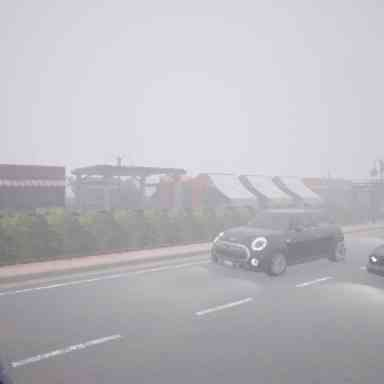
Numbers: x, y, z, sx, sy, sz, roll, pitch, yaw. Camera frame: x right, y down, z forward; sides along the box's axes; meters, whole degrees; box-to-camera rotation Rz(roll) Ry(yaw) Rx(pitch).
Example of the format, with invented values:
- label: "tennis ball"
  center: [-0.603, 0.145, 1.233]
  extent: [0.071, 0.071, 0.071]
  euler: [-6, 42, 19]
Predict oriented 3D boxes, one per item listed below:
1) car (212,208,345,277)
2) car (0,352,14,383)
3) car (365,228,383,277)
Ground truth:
- label: "car"
  center: [2.785, 1.352, 10.426]
  extent: [4.553, 1.767, 2.097]
  euler: [0, 0, -37]
- label: "car"
  center: [-3.312, 1.526, 1.311]
  extent: [4.674, 1.442, 1.812]
  euler: [0, 0, -39]
- label: "car"
  center: [6.908, 1.547, 9.125]
  extent: [5.357, 1.411, 2.033]
  euler: [0, 0, -37]
